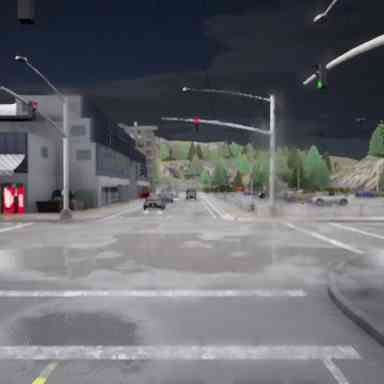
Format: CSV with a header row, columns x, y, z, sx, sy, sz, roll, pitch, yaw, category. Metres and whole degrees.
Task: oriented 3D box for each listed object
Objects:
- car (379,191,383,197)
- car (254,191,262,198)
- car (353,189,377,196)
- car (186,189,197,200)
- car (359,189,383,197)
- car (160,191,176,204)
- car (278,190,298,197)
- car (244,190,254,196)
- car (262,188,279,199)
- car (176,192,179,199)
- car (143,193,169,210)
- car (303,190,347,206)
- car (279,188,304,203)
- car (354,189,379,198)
x,y,z,sx,sy,sz,roll,pitch,yaw,category
32.149,0.515,51.350,4.514,1.523,2.007,0,1,0,car
13.627,0.217,57.686,4.605,1.855,1.932,0,1,0,car
39.756,0.170,76.340,4.514,1.523,2.007,0,1,0,car
-0.127,0.631,59.087,2.033,1.411,5.357,0,1,0,car
39.815,0.209,73.204,5.027,1.636,2.152,0,1,0,car
-3.686,0.638,46.076,2.097,1.767,4.553,0,1,0,car
21.149,0.262,73.309,3.806,1.475,1.970,0,1,0,car
13.722,0.206,76.272,3.633,1.501,1.845,0,1,0,car
14.046,0.242,54.782,3.866,1.878,1.905,0,1,0,car
-3.639,0.572,64.413,1.812,1.442,4.674,0,1,0,car
-3.666,1.048,33.134,1.994,1.385,4.181,0,1,0,car
14.413,0.694,35.575,3.806,1.475,1.970,0,1,0,car
14.075,0.516,41.990,5.027,1.636,2.152,0,1,0,car
32.168,0.382,61.342,3.633,1.501,1.845,0,1,0,car
